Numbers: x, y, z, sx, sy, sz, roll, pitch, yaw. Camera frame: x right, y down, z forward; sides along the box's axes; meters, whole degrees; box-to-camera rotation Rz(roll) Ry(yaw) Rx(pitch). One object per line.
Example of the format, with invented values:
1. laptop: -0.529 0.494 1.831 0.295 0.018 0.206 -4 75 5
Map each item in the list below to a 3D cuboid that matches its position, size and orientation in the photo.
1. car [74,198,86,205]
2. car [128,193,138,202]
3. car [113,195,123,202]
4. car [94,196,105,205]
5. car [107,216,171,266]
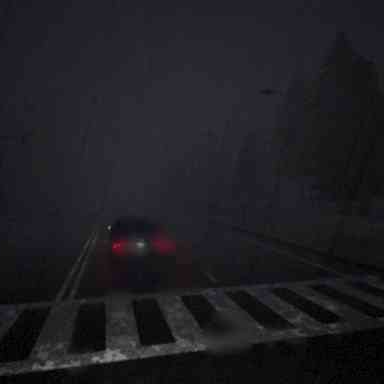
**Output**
1. car: -20.921 1.687 62.272 1.895 1.301 4.718 0 0 -13
2. car: -13.800 1.241 78.053 2.150 2.045 5.566 0 0 -13
3. car: -17.195 1.389 77.202 2.097 1.767 4.553 0 0 -13
4. car: -17.455 1.563 62.778 2.128 1.511 4.902 0 0 -13
5. car: -1.960 1.554 11.711 2.033 1.411 5.357 0 0 -13
